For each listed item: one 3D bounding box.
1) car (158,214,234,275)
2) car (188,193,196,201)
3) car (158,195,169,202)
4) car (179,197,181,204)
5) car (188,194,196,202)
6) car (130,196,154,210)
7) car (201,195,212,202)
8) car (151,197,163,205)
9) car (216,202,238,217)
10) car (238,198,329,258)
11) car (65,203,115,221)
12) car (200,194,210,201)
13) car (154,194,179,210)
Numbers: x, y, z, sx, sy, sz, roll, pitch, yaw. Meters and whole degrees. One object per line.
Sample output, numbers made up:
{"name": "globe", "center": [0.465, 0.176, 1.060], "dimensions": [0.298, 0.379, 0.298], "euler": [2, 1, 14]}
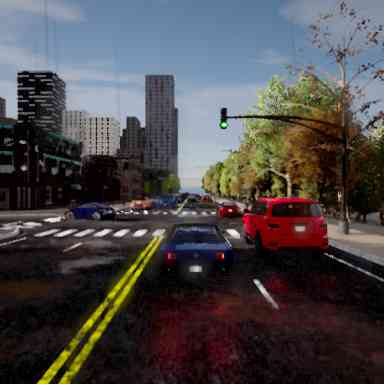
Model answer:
{"name": "car", "center": [0.099, 1.605, 10.403], "dimensions": [1.895, 1.301, 4.718], "euler": [0, 0, 0]}
{"name": "car", "center": [-0.021, 1.202, 83.490], "dimensions": [2.097, 1.767, 4.553], "euler": [0, 0, 0]}
{"name": "car", "center": [-6.516, 1.526, 77.077], "dimensions": [2.128, 1.511, 4.902], "euler": [0, 0, 0]}
{"name": "car", "center": [-3.270, 1.364, 64.095], "dimensions": [2.097, 1.767, 4.553], "euler": [0, 0, 0]}
{"name": "car", "center": [-0.019, 1.546, 73.101], "dimensions": [2.033, 1.411, 5.357], "euler": [0, 0, 0]}
{"name": "car", "center": [-6.599, 1.364, 43.093], "dimensions": [2.097, 1.767, 4.553], "euler": [0, 0, 0]}
{"name": "car", "center": [3.231, 1.362, 73.488], "dimensions": [2.097, 1.767, 4.553], "euler": [0, 0, 0]}
{"name": "car", "center": [-6.519, 1.615, 62.389], "dimensions": [1.895, 1.301, 4.718], "euler": [0, 0, 0]}
{"name": "car", "center": [3.345, 1.573, 31.031], "dimensions": [1.994, 1.385, 4.181], "euler": [0, 0, 0]}
{"name": "car", "center": [3.347, 1.227, 12.959], "dimensions": [2.150, 2.045, 5.566], "euler": [0, 0, 0]}
{"name": "car", "center": [-8.444, 1.581, 27.542], "dimensions": [4.181, 1.385, 1.994], "euler": [0, 0, 23]}
{"name": "car", "center": [3.229, 1.372, 83.521], "dimensions": [2.128, 1.511, 4.902], "euler": [0, 0, 0]}
{"name": "car", "center": [-3.347, 1.233, 44.227], "dimensions": [2.150, 2.045, 5.566], "euler": [0, 0, 0]}
